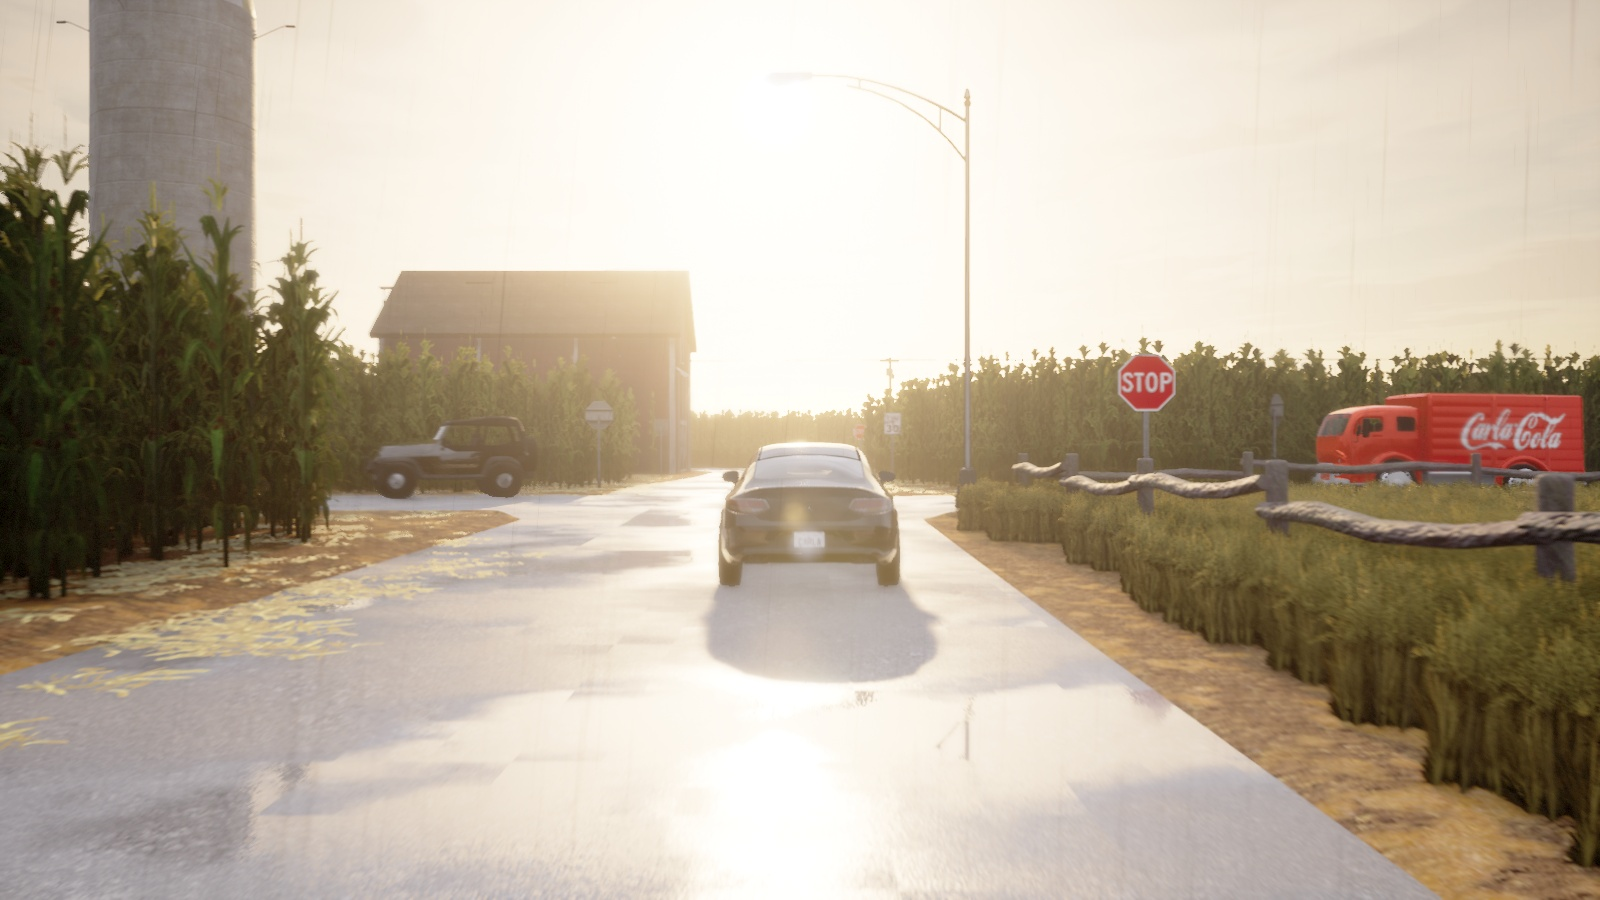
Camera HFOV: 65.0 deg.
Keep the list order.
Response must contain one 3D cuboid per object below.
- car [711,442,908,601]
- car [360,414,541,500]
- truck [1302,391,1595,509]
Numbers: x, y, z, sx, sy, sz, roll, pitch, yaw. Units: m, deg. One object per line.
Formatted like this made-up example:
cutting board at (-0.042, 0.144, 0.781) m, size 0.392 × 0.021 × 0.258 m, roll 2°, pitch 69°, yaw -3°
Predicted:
car at (0.099, 0.645, 13.923) m, size 1.812 × 1.442 × 4.674 m, roll 0°, pitch 1°, yaw 0°
car at (-8.088, 0.143, 28.989) m, size 3.866 × 1.878 × 1.905 m, roll 0°, pitch 1°, yaw -21°
truck at (14.441, -0.003, 28.279) m, size 5.204 × 2.467 × 2.627 m, roll 1°, pitch 0°, yaw 0°
